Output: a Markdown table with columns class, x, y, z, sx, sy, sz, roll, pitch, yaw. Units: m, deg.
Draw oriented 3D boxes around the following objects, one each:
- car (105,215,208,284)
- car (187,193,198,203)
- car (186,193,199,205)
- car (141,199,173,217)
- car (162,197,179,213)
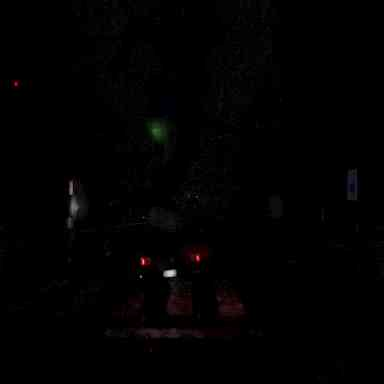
| class | x | y | z | sx | sy | sz | roll | pitch | yaw |
| --- | --- | --- | --- | --- | --- | --- | --- | --- | --- |
| car | -1.307 | 1.569 | 9.670 | 1.895 | 1.301 | 4.718 | 1 | 0 | -21 |
| car | 0.129 | 1.175 | 66.923 | 2.150 | 2.045 | 5.566 | 0 | 0 | 0 |
| car | 0.105 | 1.437 | 56.472 | 1.837 | 1.490 | 4.892 | 0 | 0 | 0 |
| car | -2.815 | 1.515 | 26.044 | 1.994 | 1.385 | 4.181 | 0 | 0 | 0 |
| car | -2.780 | 1.445 | 36.400 | 1.837 | 1.490 | 4.892 | 0 | 0 | 0 |
